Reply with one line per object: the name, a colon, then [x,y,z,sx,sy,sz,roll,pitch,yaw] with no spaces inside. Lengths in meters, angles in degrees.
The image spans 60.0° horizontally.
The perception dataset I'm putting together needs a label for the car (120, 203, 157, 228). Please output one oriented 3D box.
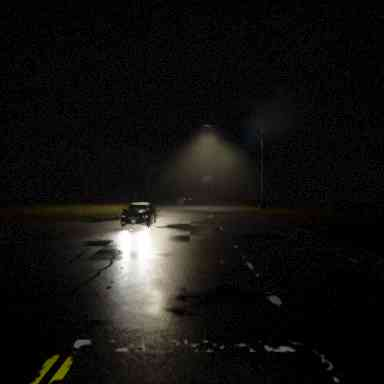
car: [-3.454,1.475,22.097,2.128,1.511,4.902,0,0,0]
